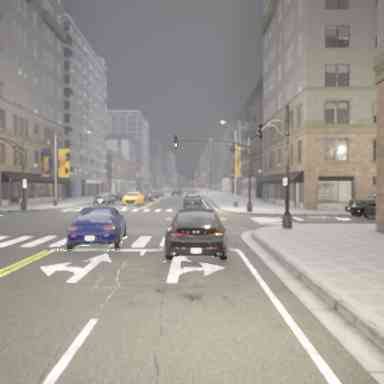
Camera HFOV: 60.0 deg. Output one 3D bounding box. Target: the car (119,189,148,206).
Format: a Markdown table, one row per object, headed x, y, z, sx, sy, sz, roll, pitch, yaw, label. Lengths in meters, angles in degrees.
| x | y | z | sx | sy | sz | roll | pitch | yaw | label |
| --- | --- | --- | --- | --- | --- | --- | --- | --- | --- |
| -6.639 | 0.732 | 38.109 | 1.882 | 1.535 | 5.008 | 0 | 1 | 0 | car |

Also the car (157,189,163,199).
| x | y | z | sx | sy | sz | roll | pitch | yaw | label |
| --- | --- | --- | --- | --- | --- | --- | --- | --- | --- |
| -6.575 | 0.443 | 57.163 | 1.994 | 1.385 | 4.181 | 0 | 1 | 0 | car |

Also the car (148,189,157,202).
| x | y | z | sx | sy | sz | roll | pitch | yaw | label |
| --- | --- | --- | --- | --- | --- | --- | --- | --- | --- |
| -6.619 | 0.425 | 47.368 | 2.097 | 1.767 | 4.553 | 0 | 1 | -1 | car |

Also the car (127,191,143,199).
| x | y | z | sx | sy | sz | roll | pitch | yaw | label |
| --- | --- | --- | --- | --- | --- | --- | --- | --- | --- |
| -9.826 | 0.468 | 57.753 | 1.895 | 1.301 | 4.718 | 0 | 1 | 0 | car |

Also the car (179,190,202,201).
| x | y | z | sx | sy | sz | roll | pitch | yaw | label |
| --- | --- | --- | --- | --- | --- | --- | --- | --- | --- |
| 0.056 | 0.804 | 35.084 | 2.128 | 1.511 | 4.902 | 0 | 1 | 0 | car |

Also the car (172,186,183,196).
| x | y | z | sx | sy | sz | roll | pitch | yaw | label |
| --- | --- | --- | --- | --- | --- | --- | --- | --- | --- |
| -3.344 | 0.104 | 70.955 | 1.837 | 1.490 | 4.892 | 0 | 1 | 0 | car |

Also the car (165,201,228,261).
| x | y | z | sx | sy | sz | roll | pitch | yaw | label |
| --- | --- | --- | --- | --- | --- | --- | --- | --- | --- |
| 0.141 | 1.280 | 11.323 | 1.837 | 1.490 | 4.892 | 0 | 1 | 1 | car |

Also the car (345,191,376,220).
| x | y | z | sx | sy | sz | roll | pitch | yaw | label |
| --- | --- | --- | --- | --- | --- | --- | --- | --- | --- |
| 13.697 | 0.819 | 23.152 | 5.566 | 2.045 | 2.150 | 0 | 1 | 0 | car |

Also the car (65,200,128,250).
| x | y | z | sx | sy | sz | roll | pitch | yaw | label |
| --- | --- | --- | --- | --- | --- | --- | --- | --- | --- |
| -3.621 | 1.269 | 12.953 | 1.812 | 1.442 | 4.674 | 0 | 1 | -8 | car |

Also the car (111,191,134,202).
| x | y | z | sx | sy | sz | roll | pitch | yaw | label |
| --- | --- | --- | --- | --- | --- | --- | --- | --- | --- |
| -9.874 | 0.613 | 47.727 | 2.033 | 1.411 | 5.357 | 0 | 1 | 1 | car |

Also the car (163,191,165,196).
| x | y | z | sx | sy | sz | roll | pitch | yaw | label |
| --- | --- | --- | --- | --- | --- | --- | --- | --- | --- |
| -6.589 | 0.178 | 67.243 | 1.837 | 1.490 | 4.892 | 0 | 1 | 0 | car |

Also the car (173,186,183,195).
| x | y | z | sx | sy | sz | roll | pitch | yaw | label |
| --- | --- | --- | --- | --- | --- | --- | --- | --- | --- |
| -3.358 | -0.376 | 81.229 | 2.150 | 2.045 | 5.566 | 0 | 1 | 0 | car |

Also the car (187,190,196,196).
| x | y | z | sx | sy | sz | roll | pitch | yaw | label |
| --- | --- | --- | --- | --- | --- | --- | --- | --- | --- |
| -0.097 | 0.151 | 73.340 | 1.895 | 1.301 | 4.718 | 0 | 1 | 0 | car |

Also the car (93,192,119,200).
| x | y | z | sx | sy | sz | roll | pitch | yaw | label |
| --- | --- | --- | --- | --- | --- | --- | --- | --- | --- |
| -9.939 | 0.749 | 37.981 | 2.128 | 1.511 | 4.902 | 0 | 1 | -3 | car |
